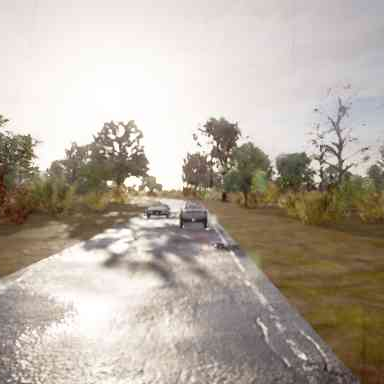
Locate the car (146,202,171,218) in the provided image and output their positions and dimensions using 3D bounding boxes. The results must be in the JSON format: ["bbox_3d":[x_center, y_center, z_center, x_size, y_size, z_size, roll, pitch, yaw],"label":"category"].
[{"bbox_3d":[-3.044,1.673,31.119,1.994,1.385,4.181,0,0,1],"label":"car"}]

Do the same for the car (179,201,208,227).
[{"bbox_3d":[0.098,1.576,23.541,2.128,1.511,4.902,0,0,0],"label":"car"}]

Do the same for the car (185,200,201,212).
[{"bbox_3d":[0.094,1.740,42.010,1.895,1.301,4.718,0,0,0],"label":"car"}]
